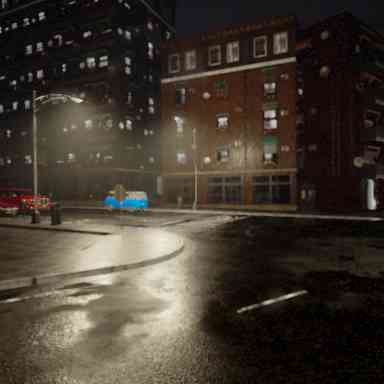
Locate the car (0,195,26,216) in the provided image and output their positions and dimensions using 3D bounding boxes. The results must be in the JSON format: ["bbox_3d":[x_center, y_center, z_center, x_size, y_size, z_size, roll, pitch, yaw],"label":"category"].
[{"bbox_3d":[-14.584,1.106,24.360,4.206,1.307,1.802,1,0,25],"label":"car"}]

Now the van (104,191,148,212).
[{"bbox_3d":[-5.862,0.827,29.565,3.998,1.788,1.690,1,0,25],"label":"van"}]

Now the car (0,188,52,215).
[{"bbox_3d":[-13.921,0.706,26.887,5.566,2.045,2.150,1,1,25],"label":"car"}]

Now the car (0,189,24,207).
[{"bbox_3d":[-21.202,0.595,36.646,5.009,1.841,2.192,1,0,25],"label":"car"}]
